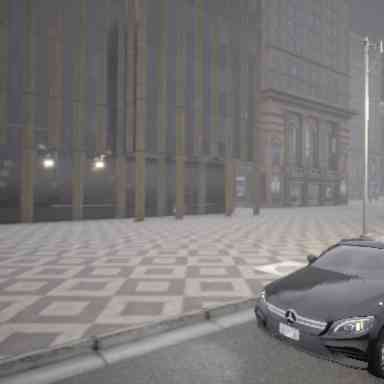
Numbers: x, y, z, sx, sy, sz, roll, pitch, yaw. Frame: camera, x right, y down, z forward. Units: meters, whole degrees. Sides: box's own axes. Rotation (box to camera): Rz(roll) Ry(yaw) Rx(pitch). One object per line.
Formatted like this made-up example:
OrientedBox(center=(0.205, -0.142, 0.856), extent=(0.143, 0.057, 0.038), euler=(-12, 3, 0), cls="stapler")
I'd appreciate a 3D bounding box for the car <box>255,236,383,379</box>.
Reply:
OrientedBox(center=(3.137, 1.532, 5.616), extent=(4.674, 1.442, 1.812), euler=(0, 0, -35), cls="car")
